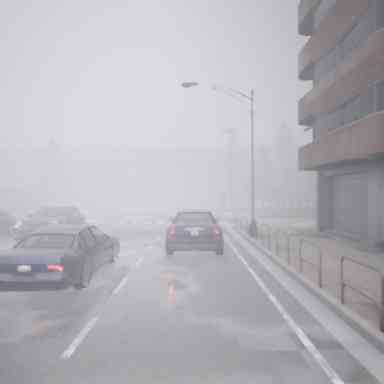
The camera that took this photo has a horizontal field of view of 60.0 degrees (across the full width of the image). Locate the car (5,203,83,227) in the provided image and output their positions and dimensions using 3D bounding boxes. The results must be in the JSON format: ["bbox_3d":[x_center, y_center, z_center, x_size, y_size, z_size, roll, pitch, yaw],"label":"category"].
[{"bbox_3d":[-7.031,1.476,16.882,2.097,1.767,4.553,0,0,0],"label":"car"}]

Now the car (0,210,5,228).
[{"bbox_3d":[-10.534,1.628,16.459,1.837,1.490,4.892,0,-1,0],"label":"car"}]

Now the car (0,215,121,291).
[{"bbox_3d":[-3.408,1.616,9.261,2.033,1.411,5.357,0,0,0],"label":"car"}]

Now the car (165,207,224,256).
[{"bbox_3d":[0.089,1.453,13.700,2.097,1.767,4.553,0,0,0],"label":"car"}]
